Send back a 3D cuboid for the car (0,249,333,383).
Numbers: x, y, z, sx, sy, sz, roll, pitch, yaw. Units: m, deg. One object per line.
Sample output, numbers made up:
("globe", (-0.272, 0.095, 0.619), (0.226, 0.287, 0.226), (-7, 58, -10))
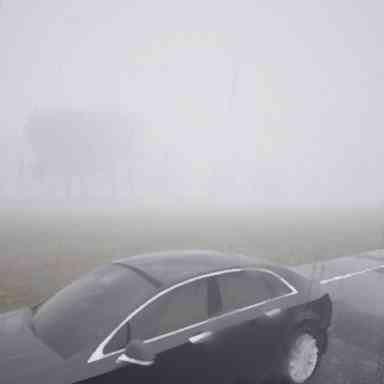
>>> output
("car", (-0.383, 1.509, 3.719), (4.892, 1.490, 1.837), (0, 0, -35))
